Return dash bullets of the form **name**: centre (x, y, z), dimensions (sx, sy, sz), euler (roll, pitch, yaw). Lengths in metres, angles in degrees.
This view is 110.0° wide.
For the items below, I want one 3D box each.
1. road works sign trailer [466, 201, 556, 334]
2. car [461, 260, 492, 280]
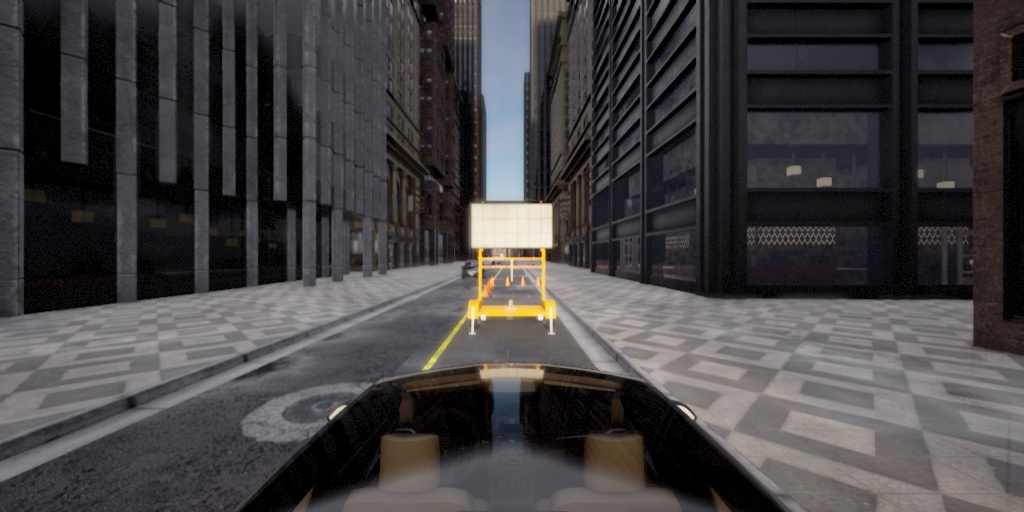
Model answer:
- **road works sign trailer**: centre (-0.001, 0.195, 10.481), dimensions (2.380, 3.560, 2.880), euler (0, 0, 0)
- **car**: centre (-3.110, 1.182, 30.322), dimensions (2.128, 1.511, 4.902), euler (0, 0, 0)
